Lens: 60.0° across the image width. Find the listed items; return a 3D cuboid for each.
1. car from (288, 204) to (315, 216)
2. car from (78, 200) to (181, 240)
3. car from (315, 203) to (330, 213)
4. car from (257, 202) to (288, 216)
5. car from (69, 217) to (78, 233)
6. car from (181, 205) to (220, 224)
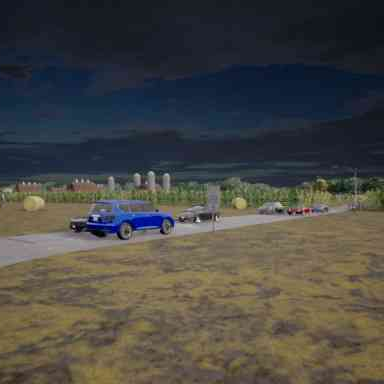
[{"bbox_3d":[14.151,2.384,43.529,1.895,1.301,4.718,0,-1,36],"label":"car"},{"bbox_3d":[-3.334,1.497,19.031,2.150,2.045,5.566,0,-1,35],"label":"car"},{"bbox_3d":[19.950,2.494,51.761,2.033,1.411,5.357,0,-1,35],"label":"car"},{"bbox_3d":[10.172,2.074,42.876,2.097,1.767,4.553,0,-1,36],"label":"car"},{"bbox_3d":[-5.332,1.750,21.075,1.882,1.535,5.008,0,-1,35],"label":"car"},{"bbox_3d":[0.653,1.954,29.551,1.837,1.490,4.892,0,-1,36],"label":"car"}]
